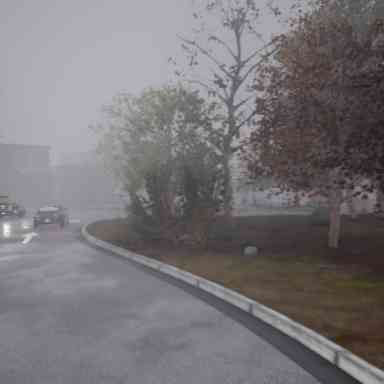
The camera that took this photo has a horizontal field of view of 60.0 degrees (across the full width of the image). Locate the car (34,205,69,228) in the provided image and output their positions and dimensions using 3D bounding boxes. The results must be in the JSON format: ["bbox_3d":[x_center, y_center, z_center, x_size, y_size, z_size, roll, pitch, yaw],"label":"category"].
[{"bbox_3d":[-9.678,1.596,23.063,1.812,1.442,4.674,-1,0,-15],"label":"car"}]

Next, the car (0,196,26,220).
[{"bbox_3d":[-17.448,1.393,30.356,5.566,2.045,2.150,-1,-1,34],"label":"car"}]
